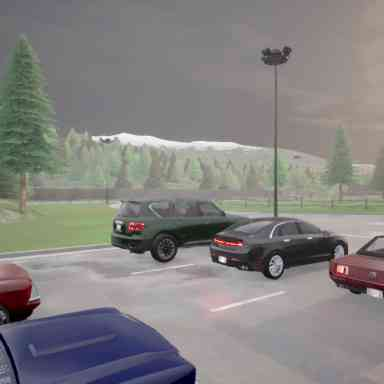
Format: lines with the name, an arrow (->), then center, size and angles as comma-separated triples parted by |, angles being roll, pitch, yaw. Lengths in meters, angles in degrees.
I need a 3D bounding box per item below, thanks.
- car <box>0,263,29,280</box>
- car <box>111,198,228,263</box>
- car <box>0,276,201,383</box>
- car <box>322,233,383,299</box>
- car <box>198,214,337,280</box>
car -> -4.761, 1.601, 4.652 | 4.718, 1.301, 1.895 | 0, 0, -35
car -> -0.162, 1.221, 12.250 | 5.566, 2.045, 2.150 | 0, 0, -35
car -> -2.217, 1.601, 2.166 | 4.718, 1.301, 1.895 | 0, 0, -35
car -> 5.236, 1.601, 7.487 | 4.718, 1.301, 1.895 | 0, 0, -35
car -> 2.774, 1.505, 10.036 | 4.892, 1.490, 1.837 | 0, 0, -35
